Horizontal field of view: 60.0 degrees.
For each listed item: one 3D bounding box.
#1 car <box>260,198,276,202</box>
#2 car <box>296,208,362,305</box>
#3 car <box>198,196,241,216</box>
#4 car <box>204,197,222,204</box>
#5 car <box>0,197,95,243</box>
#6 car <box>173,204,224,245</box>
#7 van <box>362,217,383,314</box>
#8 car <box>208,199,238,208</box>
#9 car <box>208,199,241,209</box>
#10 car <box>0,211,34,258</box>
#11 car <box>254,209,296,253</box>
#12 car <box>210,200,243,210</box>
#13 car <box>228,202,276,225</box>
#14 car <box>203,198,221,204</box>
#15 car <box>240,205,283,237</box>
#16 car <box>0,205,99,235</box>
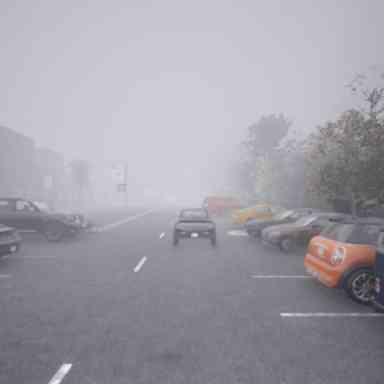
[{"bbox_3d":[16.383,1.934,72.376,4.181,1.385,1.994,-1,-3,-1],"label":"car"},{"bbox_3d":[5.057,1.369,7.598,4.553,1.767,2.185,0,0,0],"label":"car"},{"bbox_3d":[3.597,1.450,34.449,5.566,2.045,2.150,0,-3,-38],"label":"car"},{"bbox_3d":[5.239,2.140,84.038,4.553,1.767,2.185,0,-1,0],"label":"car"},{"bbox_3d":[-7.954,1.282,15.979,5.566,2.045,2.435,0,0,0],"label":"car"},{"bbox_3d":[0.113,1.542,15.809,2.128,1.511,4.902,0,-1,0],"label":"car"},{"bbox_3d":[5.202,1.261,4.818,4.442,1.987,1.878,0,0,0],"label":"van"},{"bbox_3d":[5.158,1.959,56.427,4.892,1.521,2.231,0,-1,0],"label":"car"},{"bbox_3d":[5.164,1.921,53.154,5.008,1.535,2.097,0,-1,0],"label":"car"},{"bbox_3d":[-7.984,1.505,10.373,4.892,1.521,2.231,0,0,0],"label":"car"},{"bbox_3d":[5.095,1.557,13.166,4.674,1.452,2.002,0,0,0],"label":"car"},{"bbox_3d":[5.150,1.926,50.005,4.674,1.452,2.002,0,-1,0],"label":"car"},{"bbox_3d":[5.100,1.574,21.521,5.008,1.535,2.097,0,-1,0],"label":"car"},{"bbox_3d":[5.171,2.343,87.206,4.674,1.452,2.002,0,-1,0],"label":"car"},{"bbox_3d":[5.102,1.531,15.953,5.008,1.535,2.097,0,0,0],"label":"car"},{"bbox_3d":[-7.985,1.554,18.778,4.892,1.521,2.231,0,0,0],"label":"car"}]
